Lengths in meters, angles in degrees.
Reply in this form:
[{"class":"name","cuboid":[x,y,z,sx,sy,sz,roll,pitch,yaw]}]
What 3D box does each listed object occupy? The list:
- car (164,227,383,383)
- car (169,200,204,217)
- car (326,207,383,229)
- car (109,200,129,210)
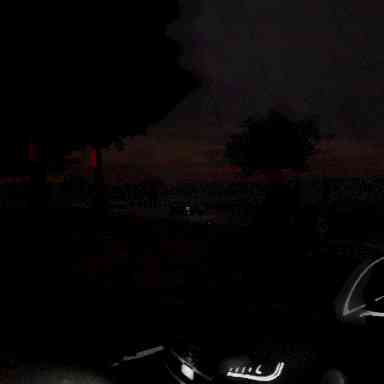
[{"class":"car","cuboid":[1.937,1.498,4.630,4.892,1.490,1.837,0,0,-35]},{"class":"car","cuboid":[-0.683,1.606,34.937,2.097,1.767,4.553,-3,1,-31]},{"class":"car","cuboid":[9.842,1.601,18.235,2.128,1.511,4.902,-3,1,-33]},{"class":"car","cuboid":[-12.578,2.135,55.911,1.812,1.442,4.674,-3,0,-28]}]
